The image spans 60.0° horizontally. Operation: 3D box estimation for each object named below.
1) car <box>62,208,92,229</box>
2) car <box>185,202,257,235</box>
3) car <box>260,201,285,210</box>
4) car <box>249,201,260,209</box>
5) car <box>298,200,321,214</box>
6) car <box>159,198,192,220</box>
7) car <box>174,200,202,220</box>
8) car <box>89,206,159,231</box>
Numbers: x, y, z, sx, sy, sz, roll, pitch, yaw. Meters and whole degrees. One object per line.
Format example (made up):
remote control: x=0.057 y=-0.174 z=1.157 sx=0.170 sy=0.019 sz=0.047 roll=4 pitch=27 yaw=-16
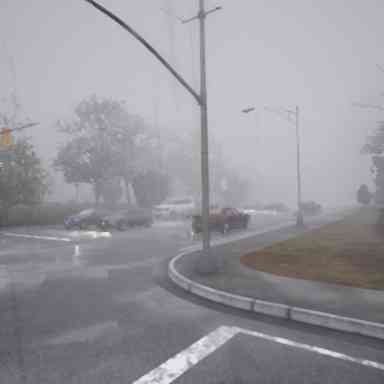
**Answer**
car: x=-7.497 y=1.946 z=25.256 sx=1.812 sy=1.442 sz=4.674 roll=-2 pitch=-1 yaw=34
car: x=1.906 y=1.640 z=20.273 sx=1.882 sy=1.535 sz=5.008 roll=-2 pitch=-1 yaw=34
car: x=12.329 y=2.048 z=49.740 sx=1.895 sy=1.301 sz=4.718 roll=-2 pitch=-1 yaw=33
car: x=9.535 y=2.099 z=51.868 sx=1.994 sy=1.385 sz=4.181 roll=-2 pitch=-1 yaw=33
car: x=13.695 y=1.731 z=38.713 sx=1.837 sy=1.490 sz=4.892 roll=-2 pitch=-1 yaw=32
car: x=-1.772 y=1.652 z=34.070 sx=2.150 sy=2.045 sz=5.566 roll=-2 pitch=0 yaw=32
car: x=0.838 y=1.839 z=31.653 sx=2.128 sy=1.511 sz=4.902 roll=-2 pitch=-1 yaw=32
car: x=-4.639 y=1.898 z=23.258 sx=1.994 sy=1.385 sz=4.181 roll=-2 pitch=-1 yaw=34
